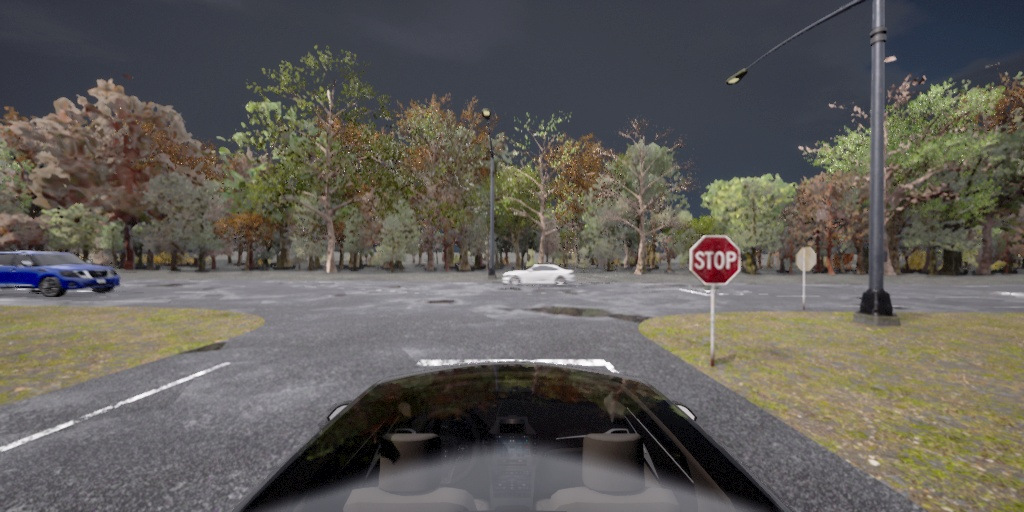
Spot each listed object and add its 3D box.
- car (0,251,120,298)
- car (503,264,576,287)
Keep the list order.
[{"bbox_3d":[-21.742,0.793,16.622,5.566,2.045,2.150,0,0,1],"label":"car"},{"bbox_3d":[1.760,1.242,23.336,4.674,1.442,1.812,0,0,0],"label":"car"}]
